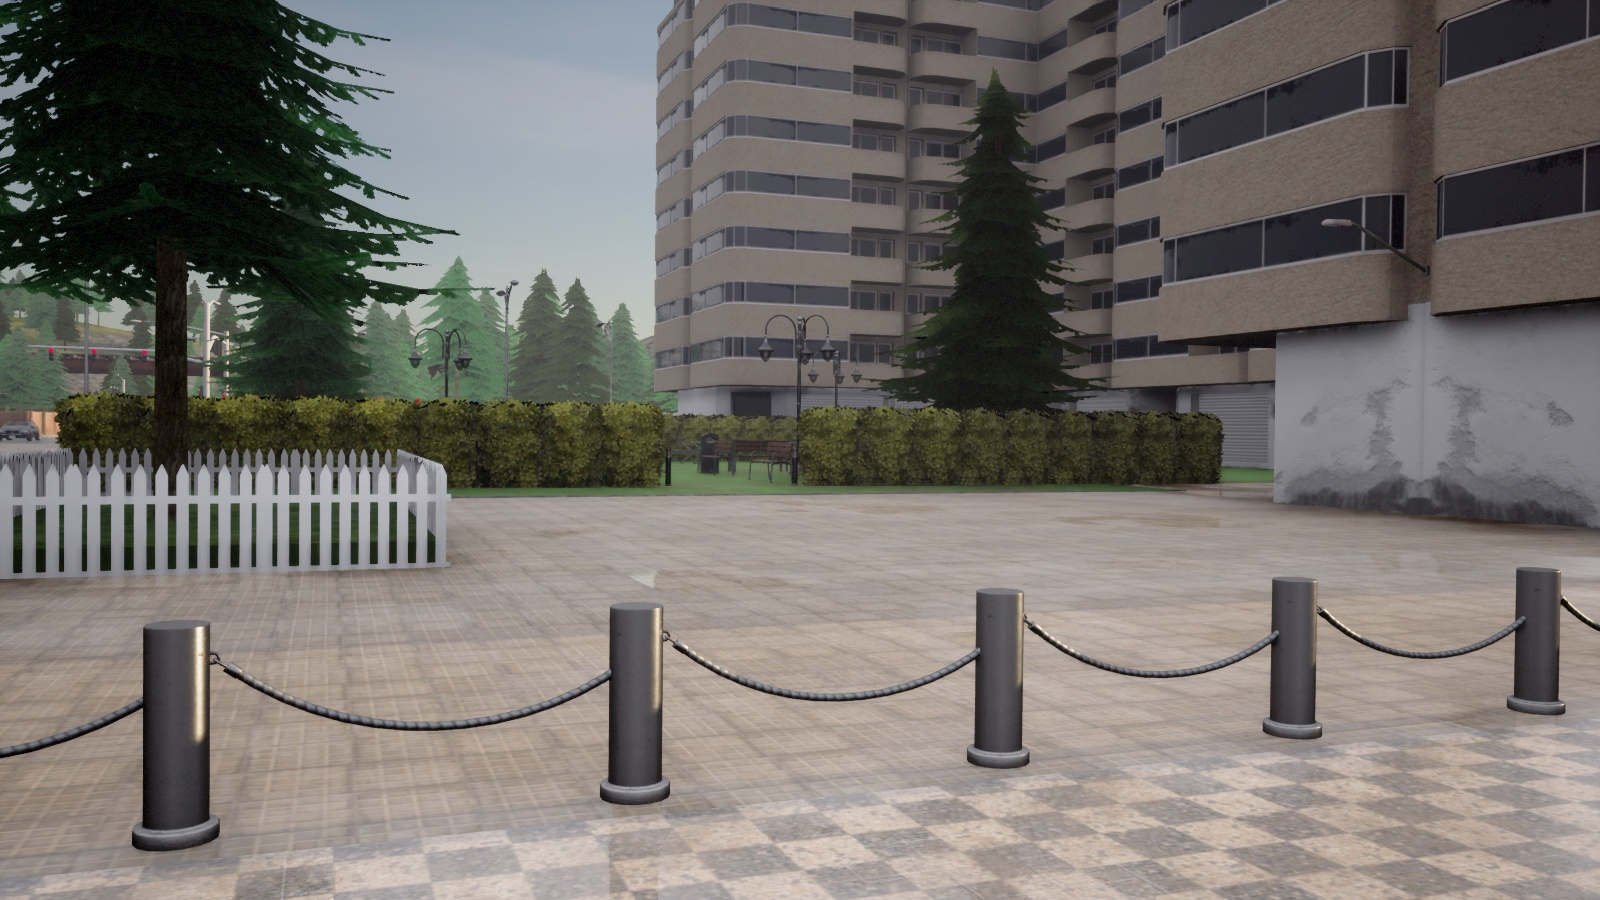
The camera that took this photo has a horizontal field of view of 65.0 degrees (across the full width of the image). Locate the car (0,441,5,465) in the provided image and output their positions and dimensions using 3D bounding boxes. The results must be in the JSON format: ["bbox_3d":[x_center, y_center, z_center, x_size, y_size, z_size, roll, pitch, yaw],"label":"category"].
[{"bbox_3d":[-47.312,0.189,71.787,2.033,1.411,5.357,-1,1,-21],"label":"car"}]
